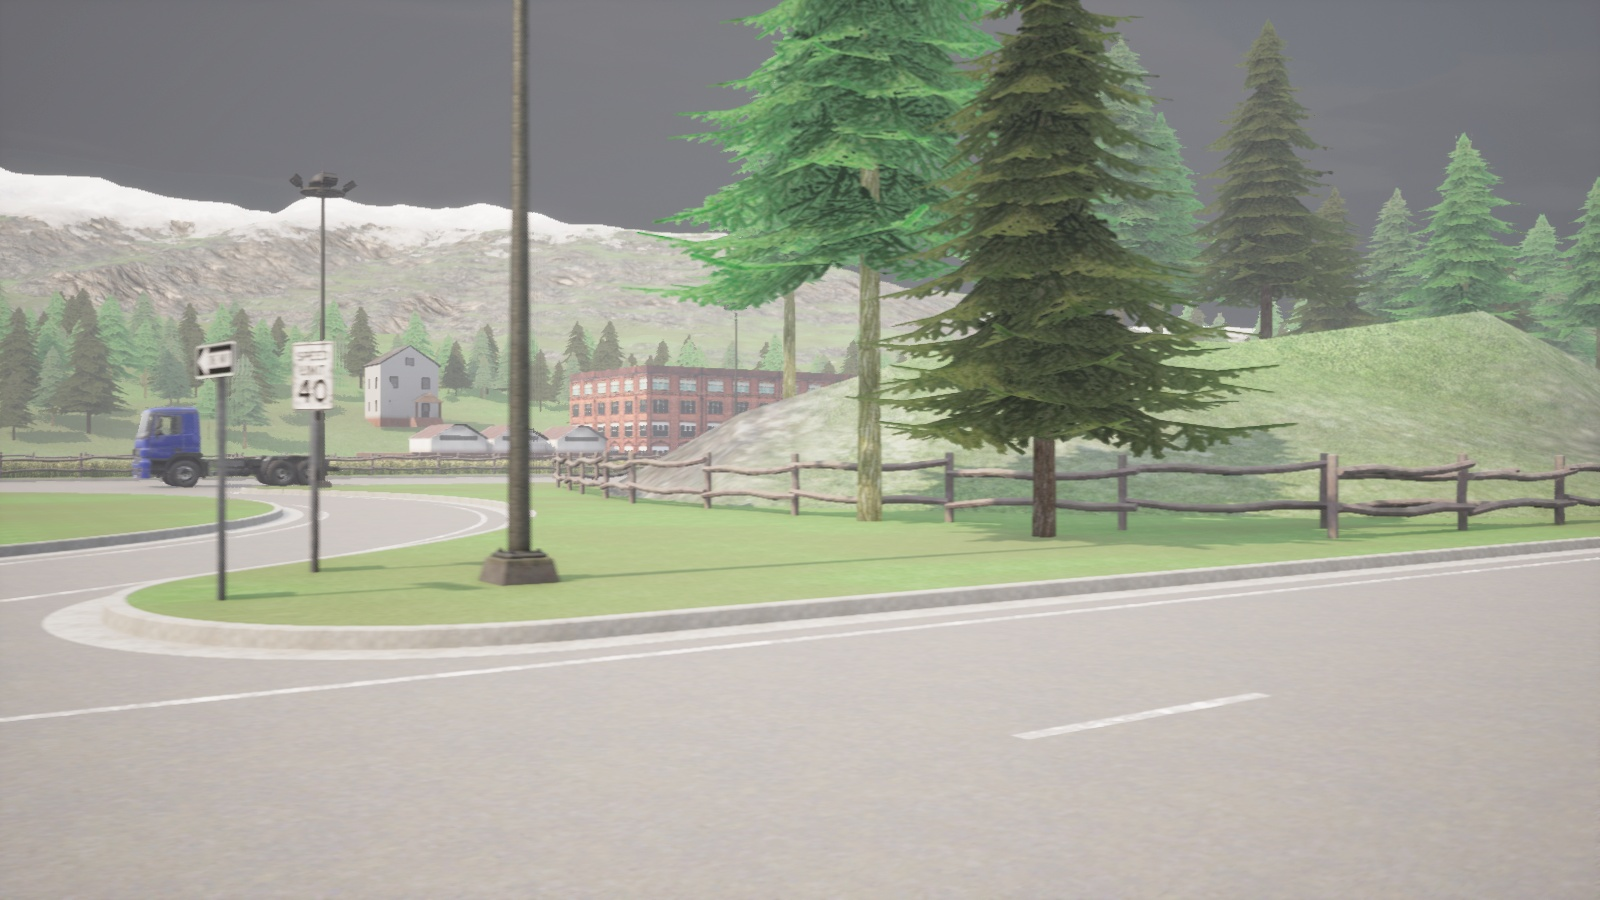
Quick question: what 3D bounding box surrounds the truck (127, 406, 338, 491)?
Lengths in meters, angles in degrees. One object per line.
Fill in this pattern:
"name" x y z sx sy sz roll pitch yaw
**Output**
"truck" -24.474 -0.052 54.398 7.936 3.462 2.891 0 0 -35
